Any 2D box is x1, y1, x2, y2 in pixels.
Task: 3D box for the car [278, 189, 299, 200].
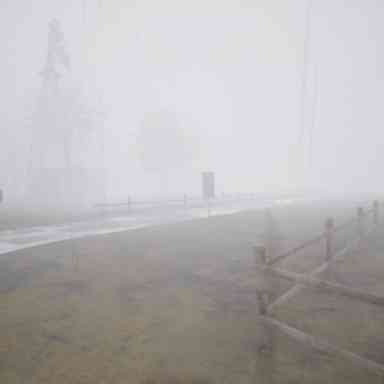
[{"bbox_3d":[14.380,0.315,49.571,1.882,1.535,5.008,-2,0,35],"label":"car"}]
